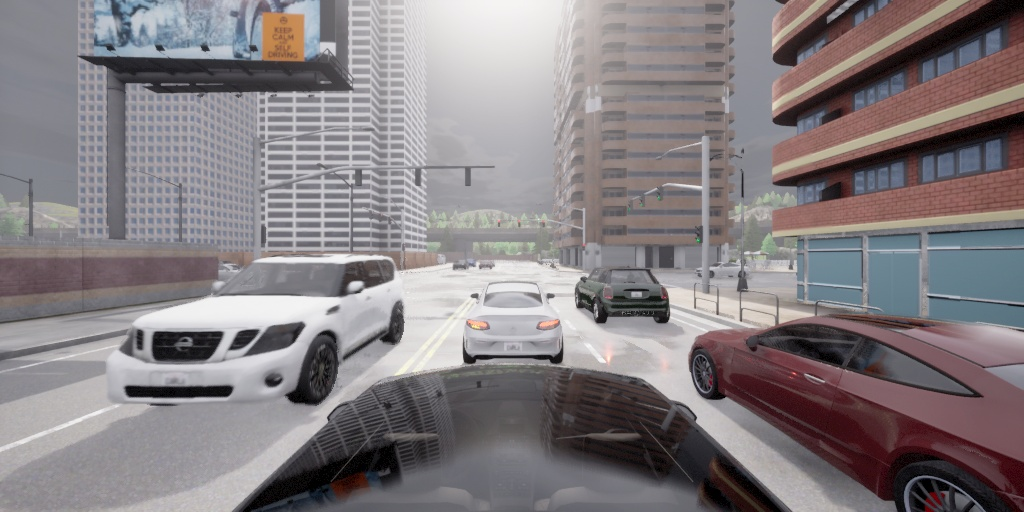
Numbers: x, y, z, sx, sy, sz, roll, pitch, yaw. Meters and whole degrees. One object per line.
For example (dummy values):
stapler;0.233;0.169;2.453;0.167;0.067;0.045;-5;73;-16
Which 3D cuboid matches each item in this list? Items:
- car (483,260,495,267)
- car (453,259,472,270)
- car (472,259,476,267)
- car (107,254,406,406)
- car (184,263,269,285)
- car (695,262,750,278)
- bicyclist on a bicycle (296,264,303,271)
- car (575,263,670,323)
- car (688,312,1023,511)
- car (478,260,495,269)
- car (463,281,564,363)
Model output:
car;-4.052;1.351;65.008;1.895;1.301;4.718;0;0;0
car;-7.498;1.228;52.986;1.882;1.535;5.008;0;0;0
car;-7.551;1.227;64.146;1.882;1.535;5.008;0;0;0
car;-3.638;0.971;6.617;2.150;2.045;5.566;0;0;0
car;-20.430;1.276;25.817;4.674;1.442;1.812;0;0;0
car;19.387;1.276;33.079;4.674;1.442;1.812;0;0;0
bicyclist on a bicycle;-25.974;1.051;43.763;0.582;1.620;1.656;0;0;0
car;3.499;1.102;12.217;2.097;1.767;4.553;0;0;0
car;3.580;1.276;3.498;1.812;1.442;4.674;0;0;0
car;-4.012;1.276;55.028;1.812;1.442;4.674;0;0;-1
car;0.017;1.276;8.001;1.812;1.442;4.674;0;0;0
